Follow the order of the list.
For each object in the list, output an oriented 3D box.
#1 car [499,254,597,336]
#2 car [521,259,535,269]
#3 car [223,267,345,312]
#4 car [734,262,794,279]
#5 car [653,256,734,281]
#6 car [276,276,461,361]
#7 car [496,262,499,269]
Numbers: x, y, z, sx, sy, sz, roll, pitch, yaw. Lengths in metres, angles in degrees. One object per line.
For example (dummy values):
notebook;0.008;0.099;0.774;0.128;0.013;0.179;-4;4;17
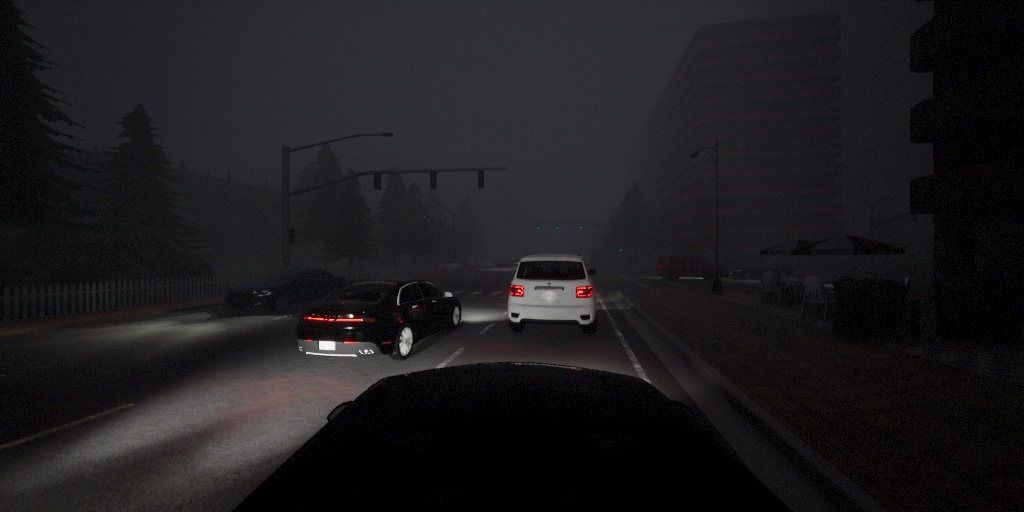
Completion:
car;1.320;0.971;10.718;2.150;2.045;5.566;0;0;10
car;2.682;1.276;59.561;1.812;1.442;4.674;0;0;10
car;-8.849;1.227;14.525;1.882;1.535;5.008;0;0;10
car;22.461;1.297;32.316;4.902;1.511;2.128;0;0;10
car;14.732;1.027;29.786;5.566;2.045;2.150;0;0;9
car;-2.660;1.255;8.397;1.837;1.490;4.892;0;0;10
car;-1.255;1.276;57.426;1.812;1.442;4.674;0;0;10
